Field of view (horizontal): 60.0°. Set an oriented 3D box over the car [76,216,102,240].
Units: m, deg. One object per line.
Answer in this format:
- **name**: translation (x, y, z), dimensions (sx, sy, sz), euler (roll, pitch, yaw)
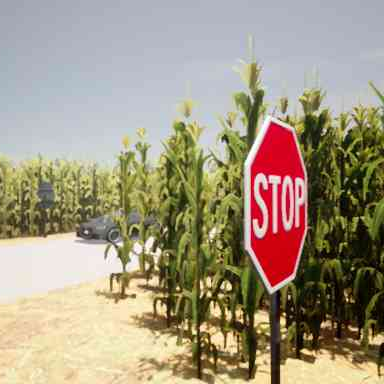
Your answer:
- **car**: translation (-3.451, 1.573, 16.162), dimensions (1.994, 1.385, 4.181), euler (0, 0, 36)
